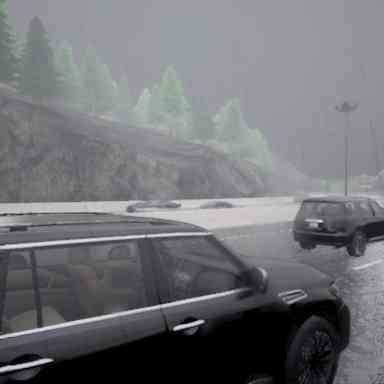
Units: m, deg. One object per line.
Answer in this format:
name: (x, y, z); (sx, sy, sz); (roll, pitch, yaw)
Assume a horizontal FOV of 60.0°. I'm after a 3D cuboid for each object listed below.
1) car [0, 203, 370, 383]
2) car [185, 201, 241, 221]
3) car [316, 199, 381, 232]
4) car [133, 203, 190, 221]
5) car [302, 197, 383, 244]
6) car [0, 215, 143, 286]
car: (-0.719, 1.228, 3.328); (5.566, 2.045, 2.150); (0, 0, -36)
car: (1.876, 1.545, 28.155); (4.892, 1.490, 1.837); (0, 0, -42)
car: (10.012, 1.372, 21.104); (4.553, 1.767, 2.097); (0, 0, -42)
car: (-2.599, 1.648, 28.860); (4.718, 1.301, 1.895); (0, 0, -41)
car: (6.270, 1.234, 13.208); (5.566, 2.045, 2.150); (0, 0, -40)
car: (-3.930, 1.546, 9.676); (4.674, 1.442, 1.812); (0, 0, -36)
